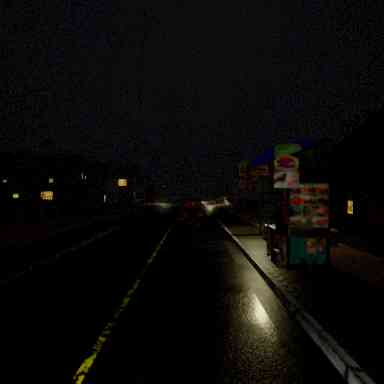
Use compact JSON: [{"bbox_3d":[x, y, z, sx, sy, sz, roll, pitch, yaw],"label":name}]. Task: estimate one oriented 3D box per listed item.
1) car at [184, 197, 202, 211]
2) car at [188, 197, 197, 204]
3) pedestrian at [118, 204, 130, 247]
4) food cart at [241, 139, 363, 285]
[{"bbox_3d":[0.140,1.425,41.704,2.097,1.767,4.553,0,0,0],"label":"car"},{"bbox_3d":[0.162,1.795,70.458,1.895,1.301,4.718,0,0,0],"label":"car"},{"bbox_3d":[-2.748,1.301,13.396,0.375,1.860,0.375,-1,1,0],"label":"pedestrian"},{"bbox_3d":[3.045,0.469,10.545,2.280,3.560,4.660,1,1,0],"label":"food cart"}]
